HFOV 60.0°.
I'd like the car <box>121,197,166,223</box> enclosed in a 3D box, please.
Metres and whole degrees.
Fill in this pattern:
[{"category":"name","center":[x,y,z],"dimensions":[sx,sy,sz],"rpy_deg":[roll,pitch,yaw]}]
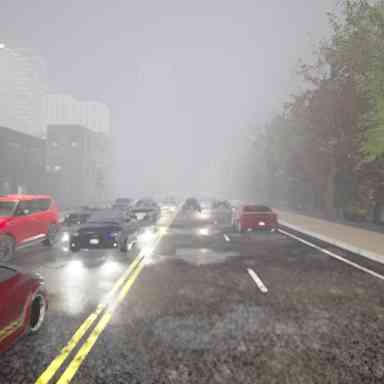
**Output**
[{"category":"car","center":[-3.260,1.331,23.572],"dimensions":[2.128,1.511,4.902],"rpy_deg":[0,0,0]}]

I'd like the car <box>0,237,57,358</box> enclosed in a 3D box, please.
[{"category":"car","center":[-3.343,1.537,3.787],"dimensions":[1.994,1.385,4.181],"rpy_deg":[0,0,0]}]

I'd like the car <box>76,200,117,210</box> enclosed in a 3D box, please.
[{"category":"car","center":[-6.518,1.454,21.507],"dimensions":[1.895,1.301,4.718],"rpy_deg":[0,0,0]}]

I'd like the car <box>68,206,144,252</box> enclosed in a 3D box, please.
[{"category":"car","center":[-3.330,1.473,13.322],"dimensions":[1.994,1.385,4.181],"rpy_deg":[0,0,0]}]

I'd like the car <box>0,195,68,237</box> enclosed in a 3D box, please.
[{"category":"car","center":[-6.586,1.141,11.699],"dimensions":[2.150,2.045,5.566],"rpy_deg":[0,0,0]}]

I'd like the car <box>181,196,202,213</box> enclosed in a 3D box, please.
[{"category":"car","center":[-0.012,1.293,34.002],"dimensions":[1.812,1.442,4.674],"rpy_deg":[0,1,0]}]

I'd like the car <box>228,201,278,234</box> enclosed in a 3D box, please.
[{"category":"car","center":[3.345,1.352,18.387],"dimensions":[1.882,1.535,5.008],"rpy_deg":[0,0,0]}]

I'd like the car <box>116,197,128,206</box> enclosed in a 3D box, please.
[{"category":"car","center":[-6.512,1.288,31.820],"dimensions":[1.837,1.490,4.892],"rpy_deg":[0,0,0]}]

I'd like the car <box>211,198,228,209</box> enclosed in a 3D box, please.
[{"category":"car","center":[3.336,1.330,39.658],"dimensions":[1.895,1.301,4.718],"rpy_deg":[0,0,0]}]

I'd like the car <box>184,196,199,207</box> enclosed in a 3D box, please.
[{"category":"car","center":[0.010,1.244,46.742],"dimensions":[1.994,1.385,4.181],"rpy_deg":[0,0,1]}]

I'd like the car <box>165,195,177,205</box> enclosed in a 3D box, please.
[{"category":"car","center":[-3.267,1.163,49.646],"dimensions":[2.128,1.511,4.902],"rpy_deg":[0,0,0]}]
